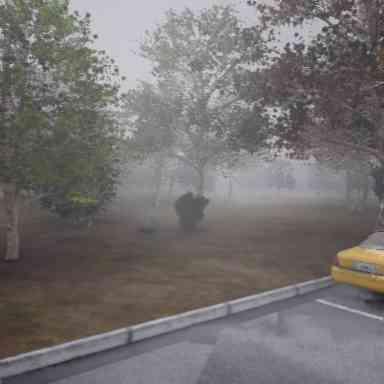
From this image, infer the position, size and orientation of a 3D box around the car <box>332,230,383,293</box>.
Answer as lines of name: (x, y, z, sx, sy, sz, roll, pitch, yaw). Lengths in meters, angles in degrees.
car: (5.618, 1.491, 8.057, 5.366, 1.575, 1.946, 0, 0, -33)
